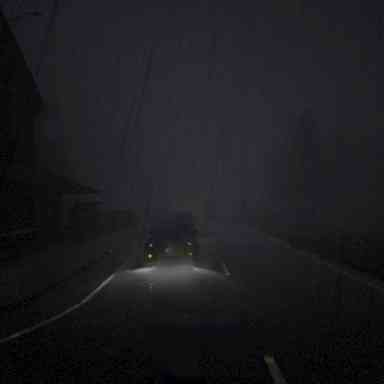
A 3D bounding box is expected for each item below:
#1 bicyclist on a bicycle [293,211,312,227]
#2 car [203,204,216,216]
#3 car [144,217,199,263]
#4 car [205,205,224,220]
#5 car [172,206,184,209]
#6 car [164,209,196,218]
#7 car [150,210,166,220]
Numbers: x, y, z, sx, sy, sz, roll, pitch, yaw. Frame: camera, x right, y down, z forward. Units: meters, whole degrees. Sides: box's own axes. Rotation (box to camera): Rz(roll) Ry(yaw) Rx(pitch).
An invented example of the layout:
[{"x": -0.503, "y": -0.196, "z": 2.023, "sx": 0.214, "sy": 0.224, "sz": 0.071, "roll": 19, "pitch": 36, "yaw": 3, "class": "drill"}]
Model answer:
[{"x": 6.399, "y": 1.951, "z": 19.147, "sx": 1.656, "sy": 1.620, "sz": 0.582, "roll": 1, "pitch": -2, "yaw": 0, "class": "bicyclist on a bicycle"}, {"x": 3.010, "y": 2.885, "z": 53.379, "sx": 2.150, "sy": 2.045, "sz": 5.566, "roll": -1, "pitch": -2, "yaw": 0, "class": "car"}, {"x": -0.744, "y": 1.962, "z": 13.585, "sx": 1.994, "sy": 1.385, "sz": 4.181, "roll": -1, "pitch": -2, "yaw": 0, "class": "car"}, {"x": 3.024, "y": 2.850, "z": 43.304, "sx": 1.812, "sy": 1.442, "sz": 4.674, "roll": -1, "pitch": -2, "yaw": 1, "class": "car"}, {"x": -0.645, "y": 2.621, "z": 35.354, "sx": 2.128, "sy": 1.511, "sz": 4.902, "roll": -1, "pitch": -2, "yaw": 0, "class": "car"}, {"x": -0.703, "y": 2.236, "z": 23.505, "sx": 1.837, "sy": 1.490, "sz": 4.892, "roll": -1, "pitch": -2, "yaw": 0, "class": "car"}, {"x": -3.525, "y": 2.673, "z": 36.286, "sx": 1.816, "sy": 1.474, "sz": 4.193, "roll": 5, "pitch": -2, "yaw": -2, "class": "car"}]
